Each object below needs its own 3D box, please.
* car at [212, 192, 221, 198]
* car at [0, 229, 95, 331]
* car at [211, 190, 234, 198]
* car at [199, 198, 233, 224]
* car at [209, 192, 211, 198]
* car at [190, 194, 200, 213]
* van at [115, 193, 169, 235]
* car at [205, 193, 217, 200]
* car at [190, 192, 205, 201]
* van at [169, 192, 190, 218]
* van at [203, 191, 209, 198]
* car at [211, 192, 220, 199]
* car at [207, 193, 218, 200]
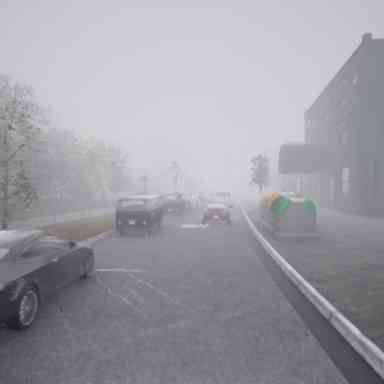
[{"bbox_3d":[7.075,0.876,94.758,2.097,1.535,5.008,0,1,10],"label":"car"},{"bbox_3d":[-3.490,1.475,6.709,2.002,1.452,4.674,-1,1,2],"label":"car"},{"bbox_3d":[3.981,0.927,41.234,2.150,2.045,5.566,0,0,8],"label":"car"},{"bbox_3d":[1.754,1.367,23.093,1.812,1.442,4.674,0,1,6],"label":"car"},{"bbox_3d":[2.124,1.150,56.265,2.002,1.452,4.674,0,0,8],"label":"car"},{"bbox_3d":[-0.705,1.278,34.279,2.163,1.488,4.792,0,1,6],"label":"car"},{"bbox_3d":[-2.652,1.136,17.929,1.878,1.987,4.442,0,1,5],"label":"van"},{"bbox_3d":[4.246,0.982,72.757,2.097,1.535,5.008,0,1,10],"label":"car"},{"bbox_3d":[-0.001,1.208,39.745,2.231,1.521,4.892,0,1,6],"label":"car"},{"bbox_3d":[-1.534,1.068,27.818,1.878,1.987,4.442,0,1,5],"label":"van"},{"bbox_3d":[0.729,0.964,45.381,1.878,1.987,4.442,0,0,10],"label":"van"},{"bbox_3d":[6.268,0.897,88.428,1.946,1.575,5.366,0,0,10],"label":"car"},{"bbox_3d":[4.953,0.960,78.260,2.097,1.535,5.008,0,0,10],"label":"car"}]
